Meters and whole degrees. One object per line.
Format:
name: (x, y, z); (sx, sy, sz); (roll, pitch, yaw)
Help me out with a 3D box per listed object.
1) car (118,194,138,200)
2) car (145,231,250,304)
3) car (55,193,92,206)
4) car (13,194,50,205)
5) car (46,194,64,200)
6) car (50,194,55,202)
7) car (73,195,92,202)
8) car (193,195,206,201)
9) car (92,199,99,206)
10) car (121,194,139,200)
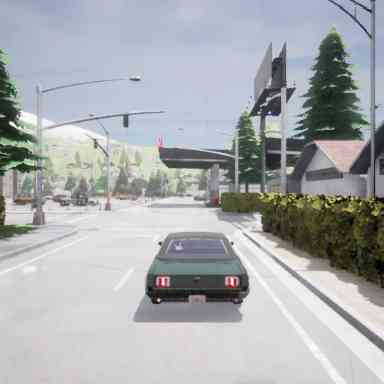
car: (-16.370, 1.317, 84.851); (5.027, 1.636, 2.152); (0, 0, 0)
car: (0.101, 1.600, 8.075); (1.895, 1.301, 4.718); (0, 0, 0)
car: (-16.737, 1.070, 47.266); (3.866, 1.878, 1.905); (0, 0, 0)
car: (-24.622, 1.090, 50.513); (4.605, 1.855, 1.932); (0, 0, 0)
car: (-35.036, 1.371, 84.902); (3.806, 1.475, 1.970); (0, 0, 0)
car: (-23.974, 1.288, 62.973); (4.514, 1.523, 2.007); (0, 0, 0)
car: (-23.983, 1.308, 72.966); (3.633, 1.501, 1.845); (0, 0, 0)
car: (1.763, 1.527, 79.782); (2.033, 1.411, 5.357); (0, 0, -14)
car: (-16.143, 1.353, 50.594); (3.806, 1.475, 1.970); (0, 0, 0)
car: (-16.438, 1.326, 87.987); (4.514, 1.523, 2.007); (0, 0, 0)
